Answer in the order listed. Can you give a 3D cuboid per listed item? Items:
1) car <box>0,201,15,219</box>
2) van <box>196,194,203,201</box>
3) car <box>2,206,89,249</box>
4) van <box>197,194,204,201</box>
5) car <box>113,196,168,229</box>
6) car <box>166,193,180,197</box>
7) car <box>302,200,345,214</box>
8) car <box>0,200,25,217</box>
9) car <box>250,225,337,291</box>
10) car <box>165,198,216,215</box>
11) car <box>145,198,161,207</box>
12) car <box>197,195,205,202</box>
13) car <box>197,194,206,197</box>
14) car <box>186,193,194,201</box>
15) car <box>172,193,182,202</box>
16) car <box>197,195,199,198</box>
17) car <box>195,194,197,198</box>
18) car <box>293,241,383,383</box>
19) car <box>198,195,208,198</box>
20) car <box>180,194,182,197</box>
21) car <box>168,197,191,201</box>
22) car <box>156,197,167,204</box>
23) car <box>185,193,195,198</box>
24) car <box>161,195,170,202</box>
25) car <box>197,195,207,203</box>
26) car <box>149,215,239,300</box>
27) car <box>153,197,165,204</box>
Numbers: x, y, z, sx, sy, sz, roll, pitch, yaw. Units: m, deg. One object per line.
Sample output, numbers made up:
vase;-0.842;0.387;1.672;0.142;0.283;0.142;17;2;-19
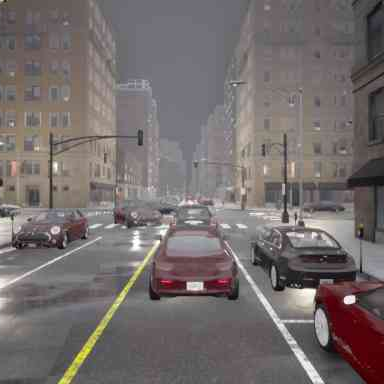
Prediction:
car;-16.553;1.430;26.970;4.674;1.442;1.812;0;-1;0
van;2.002;1.504;91.236;1.690;1.788;3.998;0;0;-1
car;-5.877;1.445;14.233;1.967;1.590;4.097;0;0;0
van;2.065;1.481;85.729;1.690;1.788;3.998;0;0;-1
car;-3.649;1.338;21.843;2.097;1.767;4.553;-1;1;-29
car;-3.263;1.390;48.479;2.097;1.767;4.553;0;0;-1
car;14.640;1.648;37.173;4.674;1.442;1.812;0;0;1
car;-17.988;1.450;30.211;4.674;1.442;1.812;0;0;0
car;2.658;1.553;8.761;2.008;1.369;4.403;0;0;0
car;0.068;1.358;15.603;2.097;1.767;4.553;0;0;0
car;-6.085;1.596;52.594;2.008;1.369;4.403;0;0;-1
car;2.127;1.560;80.221;1.967;1.590;4.097;0;0;-1
car;2.313;1.595;63.871;1.752;1.417;4.829;0;0;-1
car;-0.658;1.383;90.133;2.150;2.045;5.566;0;0;-1
car;-3.518;1.336;77.811;2.150;2.045;5.566;0;0;-1
car;2.377;1.622;58.194;1.947;1.339;4.313;0;0;-1
car;2.253;1.399;69.208;2.192;1.841;5.009;0;0;-1
car;2.669;1.545;3.270;1.887;1.381;4.507;0;0;0
car;2.440;1.590;52.687;1.887;1.381;4.507;0;0;-1
car;-3.420;1.604;67.280;1.812;1.442;4.674;0;0;0
car;-2.663;1.474;30.332;4.902;1.511;2.128;0;0;0
car;-6.273;1.665;69.117;1.802;1.307;4.206;0;0;-1
car;-0.535;1.342;79.415;2.150;2.045;5.566;0;0;-1
car;-6.398;1.559;80.133;1.967;1.590;4.097;0;0;-1
car;2.189;1.541;74.715;1.967;1.590;4.097;0;0;-1
car;0.020;1.528;8.295;1.812;1.442;4.674;0;0;-1
car;-6.210;1.613;63.610;1.887;1.381;4.507;0;0;-1
